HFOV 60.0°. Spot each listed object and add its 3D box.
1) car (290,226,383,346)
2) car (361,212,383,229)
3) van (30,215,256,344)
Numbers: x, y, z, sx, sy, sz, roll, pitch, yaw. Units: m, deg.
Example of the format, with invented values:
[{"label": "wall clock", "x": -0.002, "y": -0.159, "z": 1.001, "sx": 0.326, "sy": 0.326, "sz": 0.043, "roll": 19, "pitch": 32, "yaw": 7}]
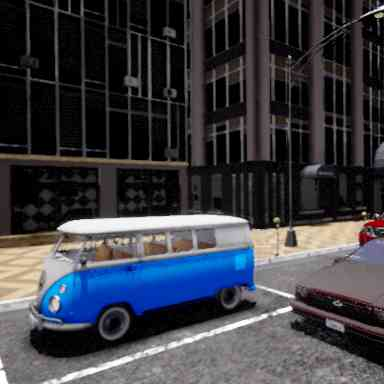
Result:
[{"label": "car", "x": 4.261, "y": 1.566, "z": 6.381, "sx": 5.357, "sy": 1.411, "sz": 2.033, "roll": 0, "pitch": 0, "yaw": -35}, {"label": "car", "x": 8.368, "y": 1.351, "z": 12.549, "sx": 5.009, "sy": 1.841, "sz": 2.192, "roll": 0, "pitch": -1, "yaw": -35}, {"label": "van", "x": -0.643, "y": 1.349, "z": 6.119, "sx": 3.998, "sy": 1.788, "sz": 1.690, "roll": 0, "pitch": -1, "yaw": -35}]
